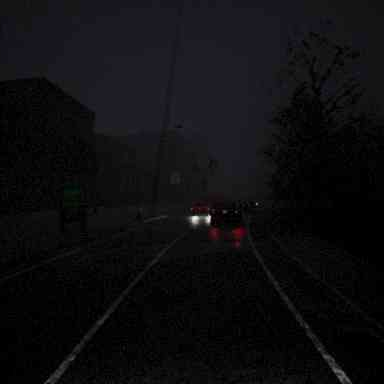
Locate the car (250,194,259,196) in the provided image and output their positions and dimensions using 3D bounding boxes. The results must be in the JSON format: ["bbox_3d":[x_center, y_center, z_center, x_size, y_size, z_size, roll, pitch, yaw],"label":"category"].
[{"bbox_3d":[14.160,1.173,75.669,2.097,1.767,4.553,-2,0,18],"label":"car"}]

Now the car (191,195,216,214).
[{"bbox_3d":[1.522,1.347,36.892,2.150,2.045,5.566,-2,0,15],"label":"car"}]

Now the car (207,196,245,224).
[{"bbox_3d":[2.623,1.391,24.906,2.097,1.767,4.553,-1,0,10],"label":"car"}]

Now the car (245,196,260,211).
[{"bbox_3d":[6.887,1.575,42.014,2.033,1.411,5.357,-2,0,17],"label":"car"}]
